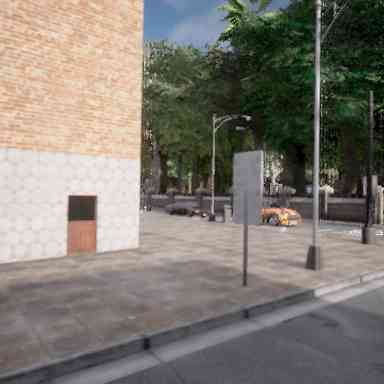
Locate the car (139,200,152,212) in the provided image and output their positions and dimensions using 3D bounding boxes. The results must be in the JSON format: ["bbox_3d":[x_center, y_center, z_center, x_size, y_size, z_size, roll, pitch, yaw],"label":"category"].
[{"bbox_3d":[-6.363,1.550,38.255,1.994,1.385,4.181,2,-1,-37],"label":"car"}]

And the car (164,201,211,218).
[{"bbox_3d":[-0.492,1.535,30.208,2.033,1.411,5.357,2,-1,-37],"label":"car"}]

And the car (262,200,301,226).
[{"bbox_3d":[5.094,1.342,22.581,2.097,1.767,4.553,2,-1,-36],"label":"car"}]
